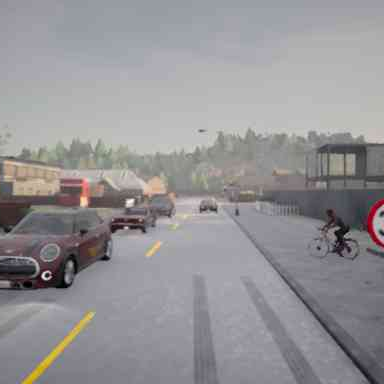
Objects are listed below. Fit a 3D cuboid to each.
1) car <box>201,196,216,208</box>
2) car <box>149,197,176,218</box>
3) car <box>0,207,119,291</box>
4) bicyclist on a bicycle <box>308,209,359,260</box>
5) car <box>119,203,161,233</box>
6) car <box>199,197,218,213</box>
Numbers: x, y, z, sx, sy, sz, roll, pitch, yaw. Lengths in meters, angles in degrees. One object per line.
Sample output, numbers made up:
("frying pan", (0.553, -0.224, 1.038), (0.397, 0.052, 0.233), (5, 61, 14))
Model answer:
("car", (2.360, 1.391, 47.187), (1.882, 1.535, 5.008), (1, 0, 4))
("car", (-2.665, 1.243, 29.272), (2.097, 1.767, 4.553), (1, 0, 3))
("car", (-3.714, 1.280, 9.003), (2.097, 1.767, 4.553), (1, 0, 3))
("bicyclist on a bicycle", (4.602, 1.382, 10.776), (1.656, 1.620, 0.582), (2, 0, 3))
("car", (-3.207, 1.511, 19.035), (1.895, 1.301, 4.718), (1, 0, 3))
("car", (1.785, 1.536, 35.475), (1.895, 1.301, 4.718), (1, 0, 3))
